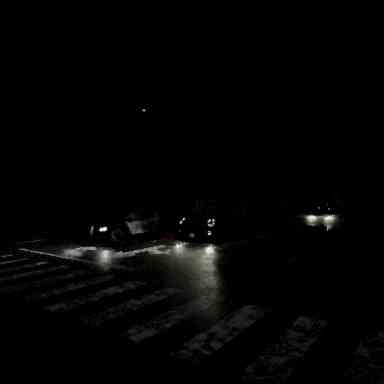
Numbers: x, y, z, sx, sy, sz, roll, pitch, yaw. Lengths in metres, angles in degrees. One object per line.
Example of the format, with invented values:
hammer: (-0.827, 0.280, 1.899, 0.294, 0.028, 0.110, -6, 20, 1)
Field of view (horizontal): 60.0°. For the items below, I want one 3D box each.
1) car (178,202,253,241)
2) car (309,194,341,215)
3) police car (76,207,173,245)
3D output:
car: (1.282, 1.361, 16.788, 2.097, 1.767, 4.553, 0, 0, 35)
car: (14.022, 1.232, 34.840, 2.150, 2.045, 5.566, 0, 0, 35)
police car: (-3.134, 1.526, 15.990, 2.038, 1.542, 4.974, 0, 0, 35)
